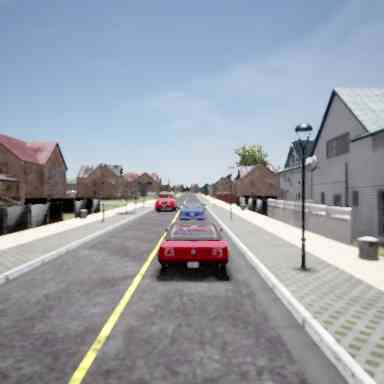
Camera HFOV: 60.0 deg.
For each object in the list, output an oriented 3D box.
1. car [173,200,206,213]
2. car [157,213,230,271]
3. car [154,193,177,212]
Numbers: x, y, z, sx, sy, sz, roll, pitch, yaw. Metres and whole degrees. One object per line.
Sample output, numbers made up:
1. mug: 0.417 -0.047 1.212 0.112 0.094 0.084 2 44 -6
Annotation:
1. car: 0.030 1.461 23.668 2.033 1.411 5.357 0 0 1
2. car: 0.055 1.562 10.688 1.895 1.301 4.718 0 0 0
3. car: -2.834 1.085 36.970 2.150 2.045 5.566 0 0 0
